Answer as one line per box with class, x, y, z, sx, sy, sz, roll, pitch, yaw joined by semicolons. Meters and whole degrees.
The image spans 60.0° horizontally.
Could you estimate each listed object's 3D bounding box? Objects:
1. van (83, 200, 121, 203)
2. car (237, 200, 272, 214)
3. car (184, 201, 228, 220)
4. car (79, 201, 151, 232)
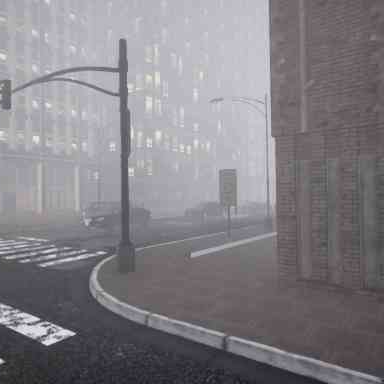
van;-6.008;1.460;23.498;1.690;1.788;3.998;-2;-1;36
car;7.255;1.707;37.514;1.895;1.301;4.718;-1;-1;36
car;1.297;1.563;29.228;1.882;1.535;5.008;-1;-1;36
car;-4.633;1.557;20.983;2.128;1.511;4.902;-1;-1;34
